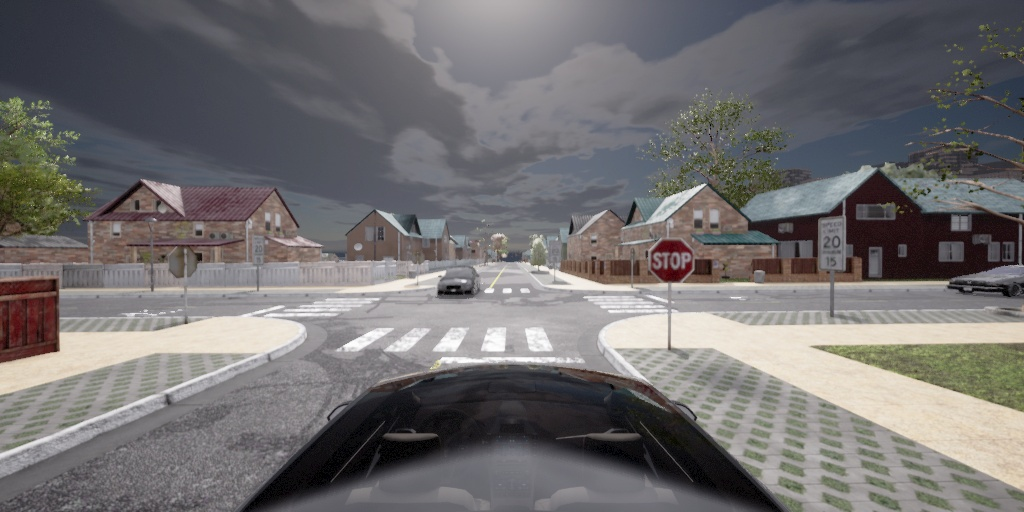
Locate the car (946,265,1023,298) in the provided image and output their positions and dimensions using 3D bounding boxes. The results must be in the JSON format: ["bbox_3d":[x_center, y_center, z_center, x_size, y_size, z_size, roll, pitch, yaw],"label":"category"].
[{"bbox_3d":[24.073,1.155,16.922,5.357,1.411,2.033,0,1,-2],"label":"car"}]

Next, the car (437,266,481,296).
[{"bbox_3d":[-2.745,1.327,19.257,1.837,1.490,4.892,0,1,0],"label":"car"}]
